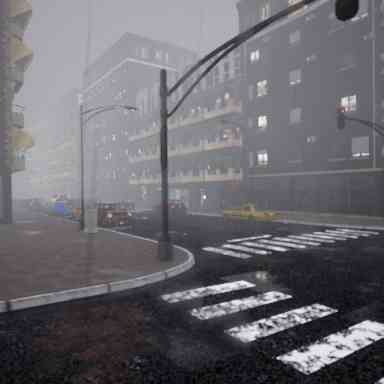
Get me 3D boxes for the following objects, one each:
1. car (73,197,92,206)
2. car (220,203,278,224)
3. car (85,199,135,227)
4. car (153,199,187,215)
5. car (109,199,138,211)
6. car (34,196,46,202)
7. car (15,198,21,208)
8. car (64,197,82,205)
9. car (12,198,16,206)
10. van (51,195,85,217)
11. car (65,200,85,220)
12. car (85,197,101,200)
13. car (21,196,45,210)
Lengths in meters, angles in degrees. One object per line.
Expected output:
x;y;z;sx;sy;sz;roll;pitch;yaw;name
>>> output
-18.413;1.635;55.798;1.947;1.339;4.313;-1;1;-36;car
4.062;1.490;24.453;1.752;1.417;4.829;-1;1;-36;car
-5.875;1.548;23.930;1.967;1.590;4.097;-1;1;-36;car
-2.290;1.432;33.309;1.967;1.590;4.097;-1;1;-36;car
-8.738;1.573;42.305;2.008;1.369;4.403;-1;1;-36;car
-37.762;1.719;82.784;1.887;1.381;4.507;-1;1;-36;car
-25.222;1.765;50.915;1.947;1.339;4.313;-1;1;-36;car
-21.638;1.636;60.295;2.008;1.369;4.403;-1;1;-36;car
-31.672;1.778;59.911;1.887;1.381;4.507;-1;1;-36;car
-12.326;1.478;32.923;1.690;1.788;3.998;-1;1;-36;van
-8.999;1.647;28.289;1.752;1.417;4.829;-1;1;-36;car
-15.190;1.493;51.299;1.967;1.590;4.097;-1;1;-36;car
-22.000;1.623;46.417;1.967;1.590;4.097;-1;1;-36;car
